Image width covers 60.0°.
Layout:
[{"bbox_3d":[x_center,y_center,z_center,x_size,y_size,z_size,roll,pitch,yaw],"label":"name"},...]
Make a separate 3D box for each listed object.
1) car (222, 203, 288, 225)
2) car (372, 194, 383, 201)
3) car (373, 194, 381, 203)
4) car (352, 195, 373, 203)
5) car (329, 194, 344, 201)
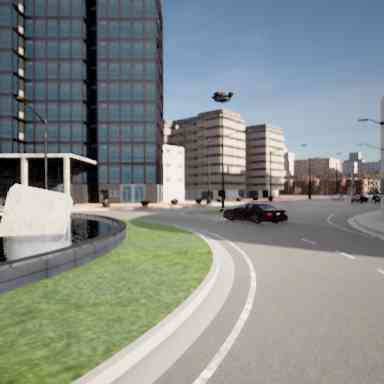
[{"bbox_3d":[4.303,1.463,23.495,2.033,1.411,5.357,0,0,-28],"label":"car"},{"bbox_3d":[39.821,1.114,70.627,1.882,1.535,5.008,0,0,41],"label":"car"},{"bbox_3d":[33.219,1.208,57.756,1.837,1.490,4.892,0,0,41],"label":"car"},{"bbox_3d":[30.058,1.201,59.457,2.128,1.511,4.902,0,0,41],"label":"car"},{"bbox_3d":[30.844,1.198,70.999,1.812,1.442,4.674,0,0,41],"label":"car"}]
